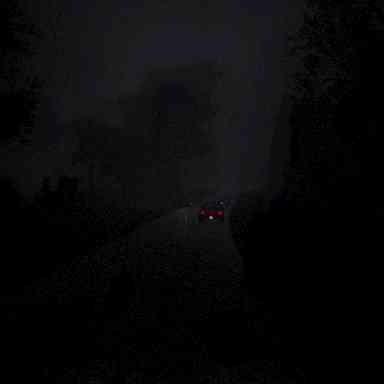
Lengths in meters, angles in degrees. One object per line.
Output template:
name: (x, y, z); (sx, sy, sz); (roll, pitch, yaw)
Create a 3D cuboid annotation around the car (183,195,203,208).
car: (0.249, 1.016, 37.977); (1.994, 1.385, 4.181); (1, 2, 9)

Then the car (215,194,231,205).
car: (3.966, 0.962, 42.762); (1.895, 1.301, 4.718); (1, 3, 10)

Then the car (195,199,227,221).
car: (1.616, 1.492, 26.128); (1.895, 1.301, 4.718); (0, 1, 6)
